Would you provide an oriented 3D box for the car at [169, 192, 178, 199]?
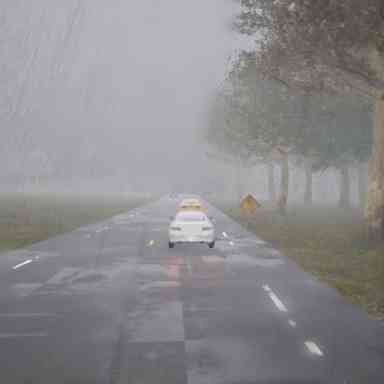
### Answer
[{"bbox_3d":[-4.228,0.798,75.910,2.033,1.411,5.357,0,1,-1],"label":"car"}]

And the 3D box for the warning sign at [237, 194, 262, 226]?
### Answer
[{"bbox_3d":[3.488,1.078,20.158,1.300,1.860,1.060,-1,0,0],"label":"warning sign"}]

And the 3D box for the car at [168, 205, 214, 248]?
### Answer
[{"bbox_3d":[-0.028,1.518,14.657,1.812,1.442,4.674,0,0,0],"label":"car"}]

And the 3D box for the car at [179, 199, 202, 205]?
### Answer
[{"bbox_3d":[-0.113,1.381,29.660,1.882,1.535,5.008,0,1,0],"label":"car"}]
